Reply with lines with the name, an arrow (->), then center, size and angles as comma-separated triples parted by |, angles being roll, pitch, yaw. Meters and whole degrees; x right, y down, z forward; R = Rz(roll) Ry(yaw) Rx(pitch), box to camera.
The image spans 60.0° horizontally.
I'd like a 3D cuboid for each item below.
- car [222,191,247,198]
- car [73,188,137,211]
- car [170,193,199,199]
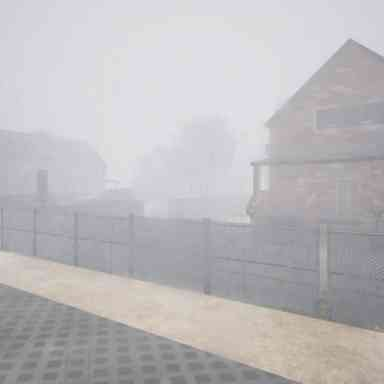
car -> 5.801, 0.527, 45.320 | 2.033, 1.411, 5.357 | 1, 2, 36
car -> -6.999, 0.716, 27.489 | 2.150, 2.045, 5.566 | 1, 2, 36
car -> -0.689, 0.802, 36.309 | 1.994, 1.385, 4.181 | 1, 2, 36
